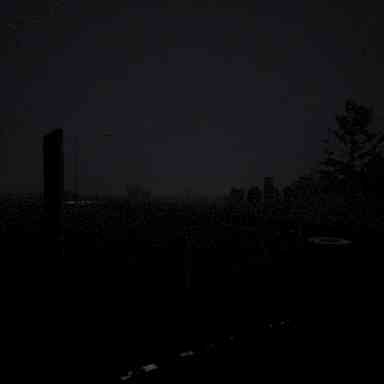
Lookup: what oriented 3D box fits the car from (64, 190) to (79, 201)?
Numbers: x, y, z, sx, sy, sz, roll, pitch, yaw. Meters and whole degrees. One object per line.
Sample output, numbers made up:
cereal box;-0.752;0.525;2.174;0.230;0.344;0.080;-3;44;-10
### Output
car;-18.479;0.514;49.971;1.882;1.535;5.008;-1;2;-35
